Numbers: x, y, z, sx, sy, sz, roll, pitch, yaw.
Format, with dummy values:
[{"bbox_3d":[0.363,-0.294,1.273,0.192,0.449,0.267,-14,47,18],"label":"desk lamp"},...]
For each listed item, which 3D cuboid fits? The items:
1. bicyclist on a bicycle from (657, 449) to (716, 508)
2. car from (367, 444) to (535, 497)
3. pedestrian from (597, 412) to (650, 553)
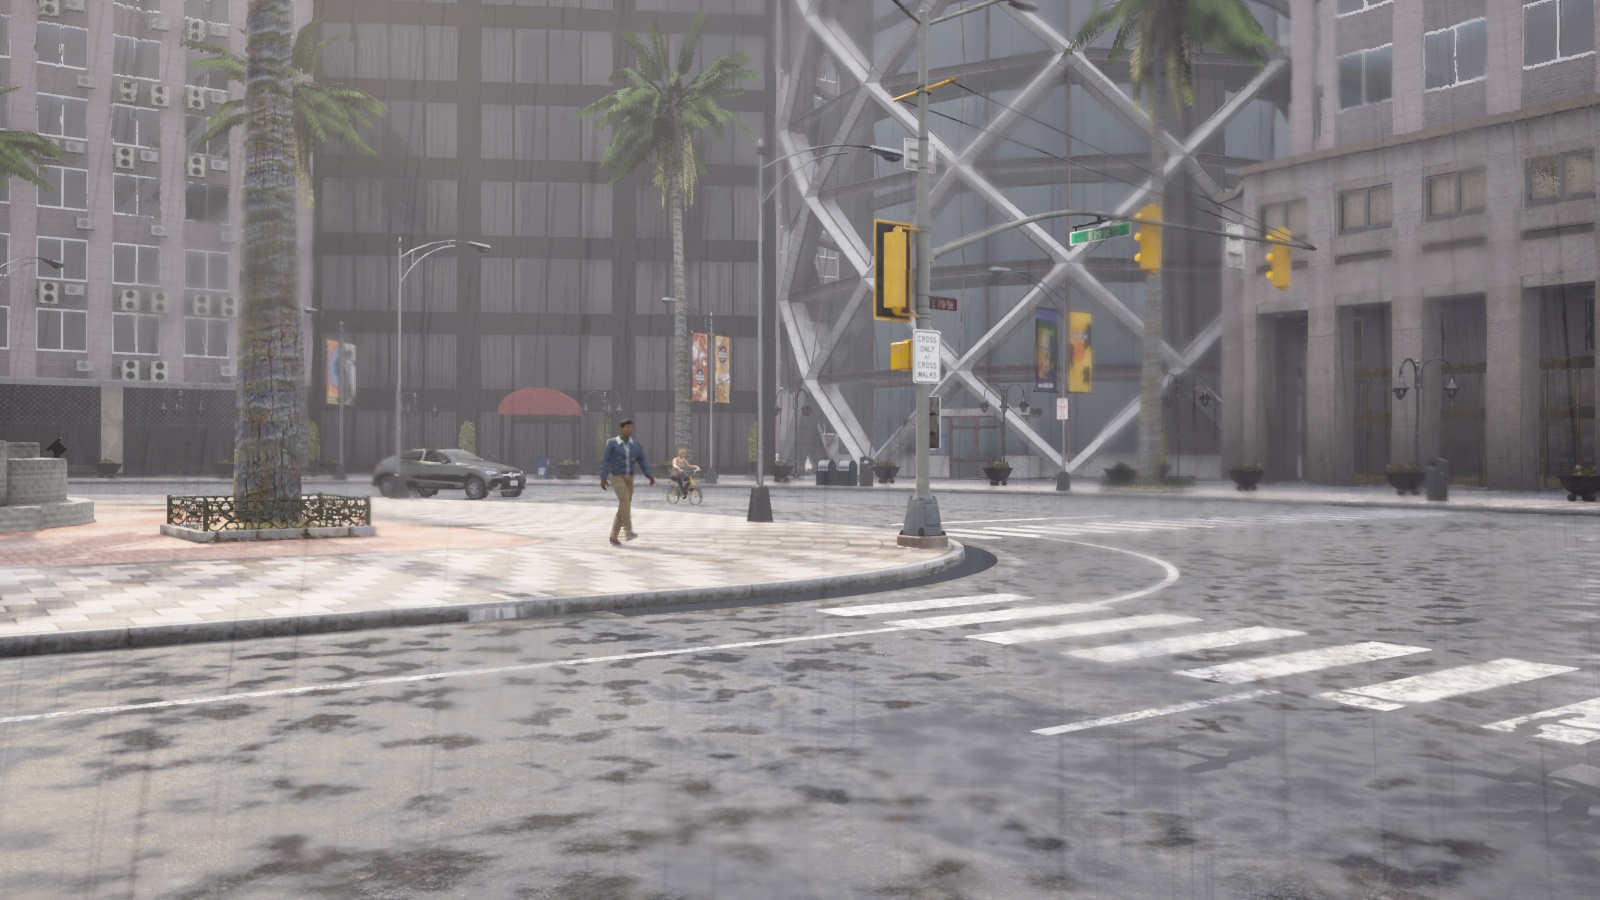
[{"bbox_3d":[-3.198,0.775,35.349,1.509,1.612,0.866,0,0,44],"label":"bicyclist on a bicycle"},{"bbox_3d":[-11.371,0.648,40.930,5.027,1.651,2.152,0,0,22],"label":"car"},{"bbox_3d":[-2.508,0.450,17.822,0.423,1.949,0.788,0,0,-36],"label":"pedestrian"}]
